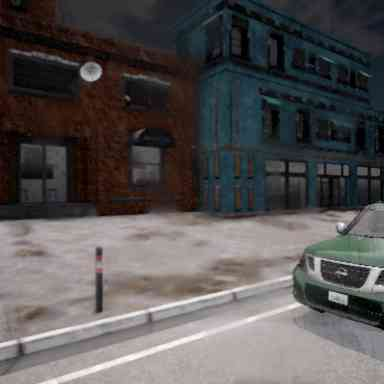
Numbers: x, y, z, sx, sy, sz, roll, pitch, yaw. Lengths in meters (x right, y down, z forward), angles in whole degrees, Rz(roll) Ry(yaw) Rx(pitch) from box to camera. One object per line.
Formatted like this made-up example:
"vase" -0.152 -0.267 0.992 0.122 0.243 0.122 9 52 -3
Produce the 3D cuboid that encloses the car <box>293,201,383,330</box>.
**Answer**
"car" 4.404 1.200 6.513 5.566 2.045 2.150 0 0 -35
